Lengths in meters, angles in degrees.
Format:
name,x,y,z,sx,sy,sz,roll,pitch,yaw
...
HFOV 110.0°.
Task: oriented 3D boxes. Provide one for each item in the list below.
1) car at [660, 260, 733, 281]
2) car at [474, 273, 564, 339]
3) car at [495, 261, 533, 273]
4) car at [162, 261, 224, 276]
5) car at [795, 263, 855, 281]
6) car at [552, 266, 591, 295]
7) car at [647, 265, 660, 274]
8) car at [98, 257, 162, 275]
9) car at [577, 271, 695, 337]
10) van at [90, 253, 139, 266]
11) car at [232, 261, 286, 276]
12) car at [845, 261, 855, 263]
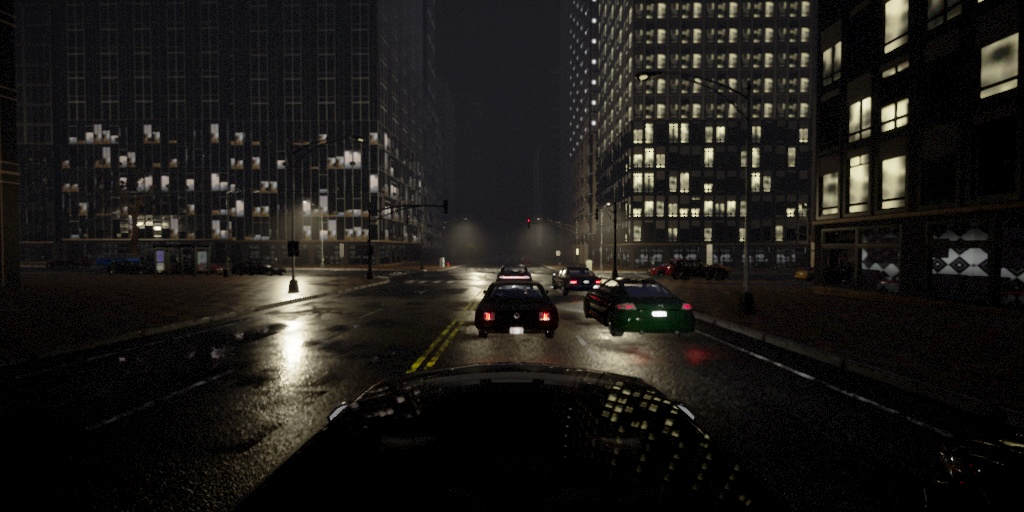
name,x,y,z,sx,sy,sz,roll,pitch,yaw
car,16.223,1.243,31.626,5.009,1.841,2.192,0,0,1
car,0.107,1.340,10.030,1.895,1.301,4.718,0,0,0
car,0.116,1.217,19.286,2.128,1.511,4.902,0,0,0
car,-28.386,1.112,32.335,4.207,1.307,1.802,0,0,1
car,27.671,1.552,31.417,4.829,1.417,1.751,0,0,1
car,3.402,1.273,19.487,2.033,1.411,5.357,0,0,-3
car,16.313,1.393,37.401,4.181,1.385,1.994,0,1,1
car,-34.066,1.043,32.514,4.313,1.339,1.948,0,0,1
car,3.366,1.303,10.258,1.994,1.385,4.181,0,0,-1
van,-45.248,0.572,41.186,3.998,1.789,1.690,0,0,1
car,-22.702,1.148,32.196,4.313,1.339,1.948,0,0,1
car,35.297,1.348,37.044,4.553,1.767,2.097,1,1,1
